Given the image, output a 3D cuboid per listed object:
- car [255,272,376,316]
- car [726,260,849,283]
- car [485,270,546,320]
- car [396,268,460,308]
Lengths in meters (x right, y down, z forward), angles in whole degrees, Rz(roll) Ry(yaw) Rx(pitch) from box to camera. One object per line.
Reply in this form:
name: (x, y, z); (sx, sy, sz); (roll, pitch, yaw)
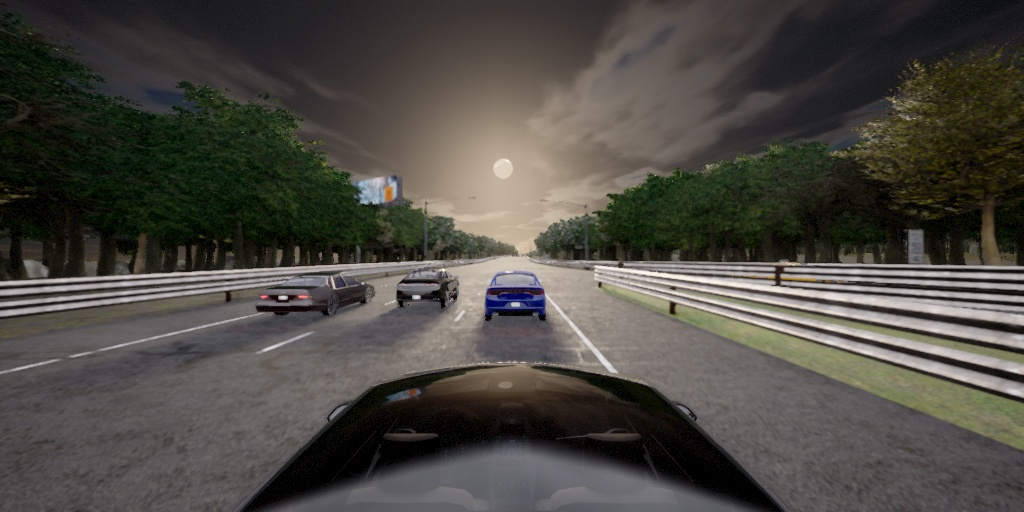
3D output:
car: (-6.895, 1.311, 13.307); (2.033, 1.411, 5.357); (0, 0, 0)
car: (13.039, 0.989, 17.600); (1.801, 1.575, 5.366); (0, 0, -14)
car: (0.105, 1.239, 12.724); (1.882, 1.535, 5.008); (0, 0, 0)
car: (-3.395, 1.258, 15.180); (2.128, 1.511, 4.902); (0, 0, 0)
